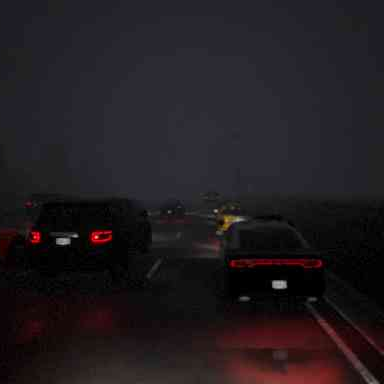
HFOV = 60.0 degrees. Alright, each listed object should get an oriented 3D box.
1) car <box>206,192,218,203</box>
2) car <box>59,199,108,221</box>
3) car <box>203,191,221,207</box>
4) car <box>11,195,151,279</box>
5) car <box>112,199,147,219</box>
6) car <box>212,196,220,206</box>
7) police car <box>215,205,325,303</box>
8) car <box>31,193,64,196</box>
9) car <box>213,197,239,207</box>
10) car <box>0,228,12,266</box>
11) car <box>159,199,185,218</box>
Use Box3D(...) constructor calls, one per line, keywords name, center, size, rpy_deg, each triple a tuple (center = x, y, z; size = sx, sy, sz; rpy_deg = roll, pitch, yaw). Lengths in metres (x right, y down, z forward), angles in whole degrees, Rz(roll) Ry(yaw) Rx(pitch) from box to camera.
Box3D(name="car", center=(3.543, 0.919, 58.687), size=(2.097, 1.767, 4.553), rpy_deg=(0, 0, 3))
Box3D(name="car", center=(-8.713, 1.381, 27.288), size=(2.128, 1.511, 4.902), rpy_deg=(0, 0, 3))
Box3D(name="car", center=(2.680, 0.898, 43.959), size=(2.150, 2.045, 5.566), rpy_deg=(0, 1, 3))
Box3D(name="car", center=(-2.710, 1.175, 10.106), size=(2.150, 2.045, 5.566), rpy_deg=(0, 0, 3))
Box3D(name="car", center=(-5.159, 1.378, 28.091), size=(1.812, 1.442, 4.674), rpy_deg=(0, 0, 3))
Box3D(name="car", center=(2.570, 1.317, 24.113), size=(1.837, 1.490, 4.892), rpy_deg=(0, 0, 3))
Box3D(name="police car", center=(1.640, 1.353, 8.250), size=(1.930, 1.638, 5.238), rpy_deg=(0, 0, 3))
Box3D(name="car", center=(-12.121, 1.130, 29.008), size=(2.150, 2.045, 5.566), rpy_deg=(0, 0, 3))
Box3D(name="car", center=(2.230, 1.310, 18.313), size=(1.801, 1.575, 5.366), rpy_deg=(0, 0, 3))
Box3D(name="car", center=(-6.302, 1.348, 8.624), size=(2.097, 1.767, 4.553), rpy_deg=(0, 0, 3))
Box3D(name="car", center=(-1.638, 1.345, 28.368), size=(1.812, 1.442, 4.674), rpy_deg=(0, 0, 3))
